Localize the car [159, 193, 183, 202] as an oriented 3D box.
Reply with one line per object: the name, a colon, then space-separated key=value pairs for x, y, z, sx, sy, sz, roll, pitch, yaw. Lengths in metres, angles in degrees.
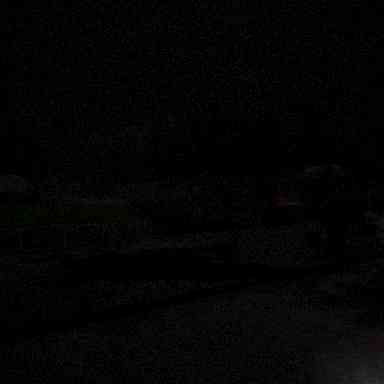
car: x=-3.754 y=1.225 z=59.415 sx=2.150 sy=2.045 sz=5.566 roll=0 pitch=0 yaw=-34

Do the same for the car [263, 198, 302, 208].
car: x=10.518 y=1.477 z=38.853 sx=1.882 sy=1.535 sz=5.008 roll=0 pitch=0 yaw=-35
